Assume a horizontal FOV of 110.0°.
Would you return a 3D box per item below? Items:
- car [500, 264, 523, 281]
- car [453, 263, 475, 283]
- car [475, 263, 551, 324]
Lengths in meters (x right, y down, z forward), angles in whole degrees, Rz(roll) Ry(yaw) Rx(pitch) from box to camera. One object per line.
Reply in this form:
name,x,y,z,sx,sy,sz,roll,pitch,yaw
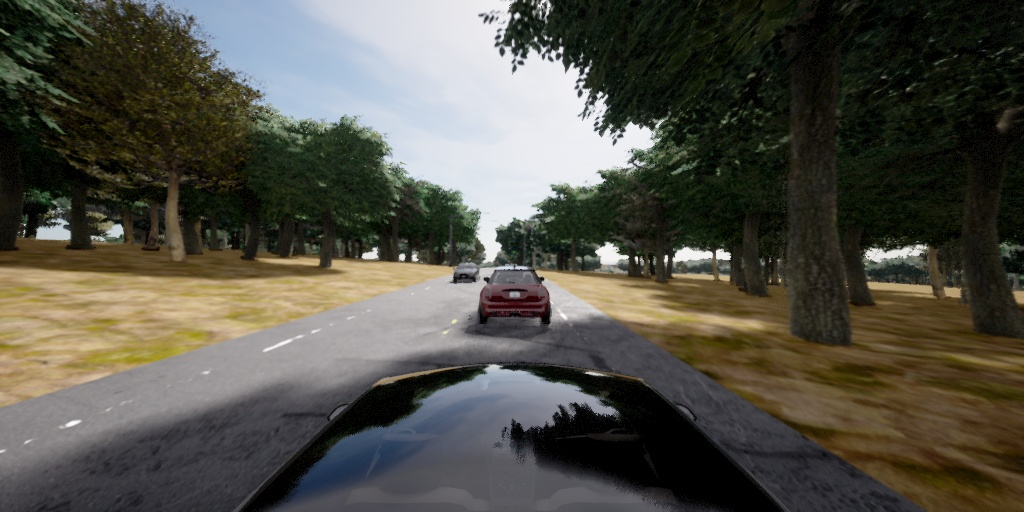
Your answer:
car,-0.066,1.399,32.170,1.994,1.385,4.181,0,0,-1
car,-3.633,1.324,29.188,1.837,1.490,4.892,0,-1,-1
car,0.073,1.116,12.245,2.097,1.767,4.553,0,0,0
